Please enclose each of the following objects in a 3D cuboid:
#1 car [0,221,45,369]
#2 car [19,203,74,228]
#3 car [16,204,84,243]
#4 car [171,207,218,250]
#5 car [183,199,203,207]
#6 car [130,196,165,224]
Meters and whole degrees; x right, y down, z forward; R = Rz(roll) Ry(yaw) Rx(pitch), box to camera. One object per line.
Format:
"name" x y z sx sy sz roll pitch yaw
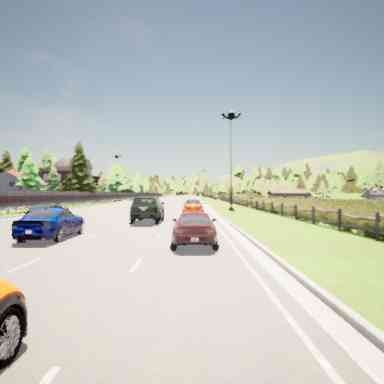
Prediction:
"car" -3.399 1.364 2.931 2.097 1.767 4.553 0 0 0
"car" -10.394 1.608 24.208 1.837 1.490 4.892 0 0 0
"car" -6.895 1.547 16.508 1.882 1.535 5.008 0 0 0
"car" 0.105 1.587 14.499 1.812 1.442 4.674 0 0 0
"car" 0.108 1.498 34.721 2.097 1.767 4.553 0 0 0
"car" -3.393 1.332 25.844 2.150 2.045 5.566 0 0 0
